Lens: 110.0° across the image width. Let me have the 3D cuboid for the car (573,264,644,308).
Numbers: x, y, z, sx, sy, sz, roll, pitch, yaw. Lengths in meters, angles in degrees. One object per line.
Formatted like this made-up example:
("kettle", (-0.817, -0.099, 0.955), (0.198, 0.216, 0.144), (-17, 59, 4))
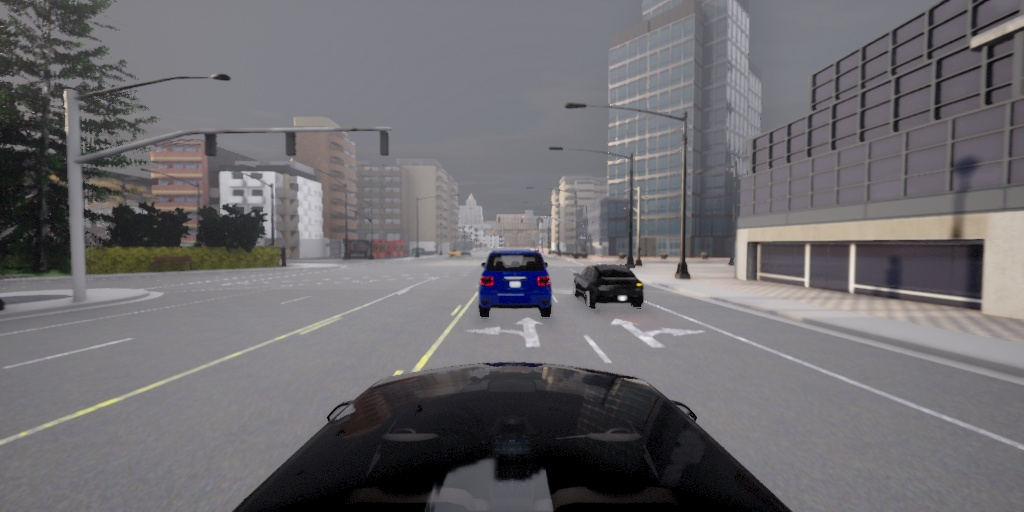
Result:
("car", (3.592, 1.063, 14.019), (1.837, 1.490, 4.892), (0, 1, 0))

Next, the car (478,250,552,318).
("car", (0.090, 0.812, 12.361), (2.150, 2.045, 5.566), (0, 1, 0))
